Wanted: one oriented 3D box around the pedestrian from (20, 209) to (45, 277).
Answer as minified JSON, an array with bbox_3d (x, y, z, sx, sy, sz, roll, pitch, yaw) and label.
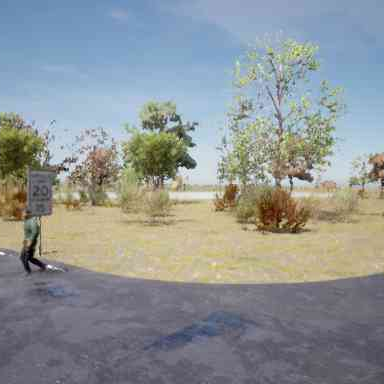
[{"bbox_3d":[-4.247,1.266,8.785,0.375,1.860,0.375,1,2,39],"label":"pedestrian"}]
